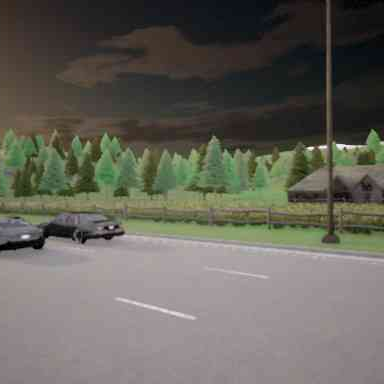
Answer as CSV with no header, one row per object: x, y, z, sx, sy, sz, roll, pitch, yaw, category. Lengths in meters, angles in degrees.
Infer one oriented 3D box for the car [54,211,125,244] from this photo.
-5.701,1.677,16.532,5.357,1.411,2.033,-1,0,36,car

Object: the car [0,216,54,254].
-7.988,1.697,13.867,4.181,1.385,1.994,-1,0,36,car
